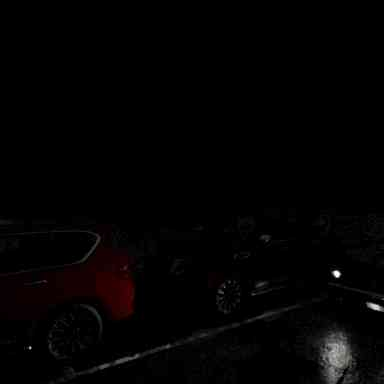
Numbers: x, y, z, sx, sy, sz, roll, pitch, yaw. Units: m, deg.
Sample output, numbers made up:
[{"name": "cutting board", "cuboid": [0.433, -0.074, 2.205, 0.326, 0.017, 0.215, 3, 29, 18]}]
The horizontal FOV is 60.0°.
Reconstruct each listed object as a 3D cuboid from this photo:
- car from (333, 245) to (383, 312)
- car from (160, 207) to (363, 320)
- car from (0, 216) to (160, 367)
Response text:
[{"name": "car", "cuboid": [4.844, 1.598, 6.819, 4.718, 1.301, 1.895, 0, 0, -35]}, {"name": "car", "cuboid": [1.417, 1.314, 7.530, 5.009, 1.841, 2.192, 0, 0, -35]}, {"name": "car", "cuboid": [-3.180, 1.315, 4.262, 5.009, 1.841, 2.192, 0, 0, -35]}]
